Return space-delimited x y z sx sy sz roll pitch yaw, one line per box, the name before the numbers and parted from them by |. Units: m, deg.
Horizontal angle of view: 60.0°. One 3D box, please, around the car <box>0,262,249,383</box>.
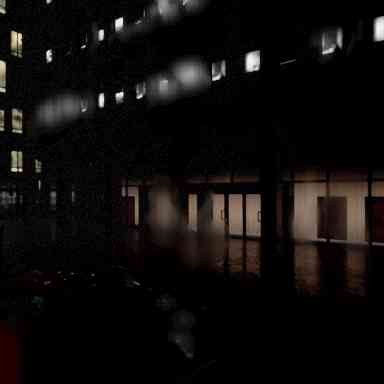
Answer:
car | -1.546 1.545 4.001 4.507 1.381 1.887 0 0 36
